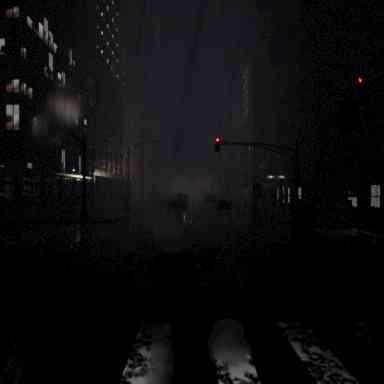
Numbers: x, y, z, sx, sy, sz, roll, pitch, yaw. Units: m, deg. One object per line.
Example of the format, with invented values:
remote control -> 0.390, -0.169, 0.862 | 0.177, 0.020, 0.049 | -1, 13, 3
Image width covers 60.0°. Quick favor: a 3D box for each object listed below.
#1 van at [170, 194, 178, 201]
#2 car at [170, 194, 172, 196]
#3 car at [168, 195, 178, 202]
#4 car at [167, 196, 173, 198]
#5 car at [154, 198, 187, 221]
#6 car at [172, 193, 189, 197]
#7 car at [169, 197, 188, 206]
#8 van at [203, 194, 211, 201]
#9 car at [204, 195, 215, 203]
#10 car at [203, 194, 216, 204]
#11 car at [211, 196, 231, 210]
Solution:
van -> -4.320, 1.313, 80.413 | 1.690, 1.788, 3.998 | 0, 0, 0
car -> -4.218, 1.558, 63.830 | 1.947, 1.339, 4.313 | 0, 0, 0
car -> -4.286, 1.419, 74.886 | 1.967, 1.590, 4.097 | 0, 0, 0
car -> -4.117, 1.588, 47.248 | 1.802, 1.307, 4.206 | 0, 0, 0
car -> -1.894, 1.508, 27.316 | 2.128, 1.511, 4.902 | 0, 0, 4
car -> -1.678, 1.224, 53.934 | 2.150, 2.045, 5.566 | 0, 0, 0
car -> -1.608, 1.611, 40.762 | 1.895, 1.301, 4.718 | 0, 0, 0
van -> 3.560, 1.313, 80.461 | 1.690, 1.788, 3.998 | 0, 0, 0
car -> 3.628, 1.425, 69.407 | 1.967, 1.590, 4.097 | 0, 0, 0
car -> 3.662, 1.307, 63.878 | 2.192, 1.841, 5.009 | 0, 0, 0
car -> 3.847, 1.575, 41.770 | 1.947, 1.339, 4.313 | 0, 0, 0
